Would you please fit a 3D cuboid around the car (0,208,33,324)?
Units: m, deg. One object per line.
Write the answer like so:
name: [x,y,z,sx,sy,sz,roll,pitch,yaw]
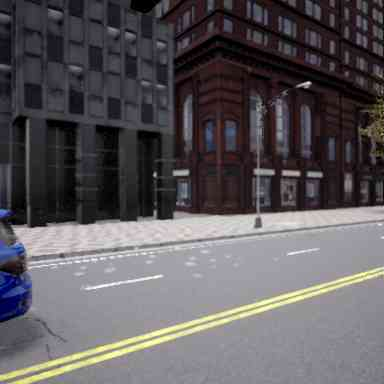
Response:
car: [-5.020,1.245,4.067,5.566,2.045,2.150,0,0,-36]
